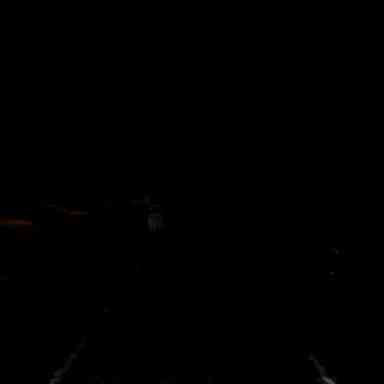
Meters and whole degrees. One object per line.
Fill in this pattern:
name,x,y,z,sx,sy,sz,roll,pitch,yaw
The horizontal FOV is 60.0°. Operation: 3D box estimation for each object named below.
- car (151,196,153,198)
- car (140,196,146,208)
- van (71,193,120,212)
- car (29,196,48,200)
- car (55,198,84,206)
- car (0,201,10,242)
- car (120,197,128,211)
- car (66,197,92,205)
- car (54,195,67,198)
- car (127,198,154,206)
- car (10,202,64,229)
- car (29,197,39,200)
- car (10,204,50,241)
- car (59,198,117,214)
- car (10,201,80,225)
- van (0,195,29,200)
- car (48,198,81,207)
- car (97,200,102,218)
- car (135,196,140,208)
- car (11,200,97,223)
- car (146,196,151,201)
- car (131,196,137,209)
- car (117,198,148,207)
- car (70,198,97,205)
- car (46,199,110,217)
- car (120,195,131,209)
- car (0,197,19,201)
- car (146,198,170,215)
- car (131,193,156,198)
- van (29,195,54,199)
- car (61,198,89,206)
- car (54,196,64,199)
car,-10.419,1.883,60.474,5.366,1.575,1.946,0,-1,0
car,-10.062,1.728,49.250,5.366,1.575,1.946,0,-1,0
van,-10.381,1.393,35.502,4.442,1.987,1.878,0,0,0
car,-23.359,1.727,46.536,4.792,1.488,2.163,0,-1,0
car,-23.307,1.964,63.279,4.674,1.452,2.002,0,-1,0
car,-10.262,1.375,13.292,4.553,1.767,2.185,0,0,0
car,-10.291,1.664,38.277,4.792,1.488,2.163,0,0,0
car,-23.334,1.875,68.696,4.553,1.767,2.185,0,-1,0
car,-23.349,1.556,54.974,5.566,2.045,2.435,0,-1,0
car,-10.231,1.964,66.026,5.008,1.535,2.097,0,-1,0
car,-10.280,1.531,18.844,4.892,1.521,2.231,0,0,0
car,-23.363,1.701,43.897,4.792,1.488,2.163,0,0,0
car,-10.104,1.512,16.068,5.366,1.575,1.946,0,0,0
car,-10.239,1.634,32.724,4.792,1.488,2.163,0,0,0
car,-10.289,1.546,21.620,4.892,1.521,2.231,0,0,0
van,-23.229,1.425,41.147,4.442,1.987,1.878,0,0,0
car,-23.127,1.882,60.509,5.366,1.575,1.946,0,-1,0
car,-10.246,1.604,27.172,4.792,1.488,2.163,0,0,0
car,-10.436,1.697,46.597,5.366,1.575,1.946,0,-1,0
car,-10.093,1.557,24.396,5.366,1.575,1.946,0,0,0
car,-10.055,1.805,54.922,5.366,1.575,1.946,0,-1,0
car,-10.248,1.674,43.830,4.892,1.521,2.231,0,-1,0
car,-10.243,1.849,57.698,4.892,1.521,2.231,0,-1,0
car,-23.294,2.039,71.466,5.008,1.535,2.097,0,-1,0
car,-10.243,1.619,29.948,4.792,1.488,2.163,0,0,0
car,-10.289,1.526,41.051,4.553,1.767,2.185,0,0,0
car,-23.346,1.633,38.360,5.008,1.535,2.097,0,0,0
car,-3.371,1.656,35.383,1.812,1.442,4.674,0,0,0
car,-10.258,1.674,63.254,5.566,2.045,2.435,0,-1,0
van,-23.444,1.505,49.311,4.442,1.987,1.878,0,-1,0
car,-23.276,1.993,66.049,4.792,1.488,2.163,0,-1,0
car,-23.295,1.798,52.201,4.792,1.488,2.163,0,-1,0
